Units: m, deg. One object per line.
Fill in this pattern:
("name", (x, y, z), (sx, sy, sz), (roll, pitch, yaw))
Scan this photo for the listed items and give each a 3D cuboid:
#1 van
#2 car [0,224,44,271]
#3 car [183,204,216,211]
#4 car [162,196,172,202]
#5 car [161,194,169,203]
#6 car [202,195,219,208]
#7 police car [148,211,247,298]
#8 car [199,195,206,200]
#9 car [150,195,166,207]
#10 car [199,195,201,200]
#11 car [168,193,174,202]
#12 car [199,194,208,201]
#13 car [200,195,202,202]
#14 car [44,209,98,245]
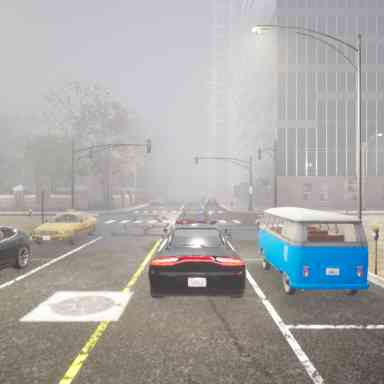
("van", (2.785, 1.337, 8.425), (1.690, 1.788, 3.998), (0, 0, 0))
("car", (-5.759, 1.562, 8.435), (1.947, 1.339, 4.313), (0, 0, 0))
("car", (0.123, 1.555, 17.573), (1.994, 1.385, 4.181), (0, 0, 0))
("car", (-5.588, 1.537, 74.971), (1.802, 1.307, 4.206), (0, 0, 0))
("car", (-5.612, 1.520, 57.923), (2.008, 1.369, 4.403), (0, 0, 0))
("car", (2.755, 1.416, 46.550), (1.967, 1.590, 4.097), (0, 0, 0))
("police car", (0.108, 1.501, 8.611), (2.038, 1.542, 4.974), (0, 0, 0))
("car", (2.817, 1.452, 92.172), (1.752, 1.417, 4.829), (0, 0, 0))
("car", (-5.619, 1.517, 52.240), (1.887, 1.381, 4.507), (0, 0, 0))
("car", (2.793, 1.521, 74.955), (1.947, 1.339, 4.313), (0, 0, 0))
("car", (-5.595, 1.277, 69.289), (2.192, 1.841, 5.009), (0, 0, 0))
("car", (2.801, 1.388, 80.637), (1.967, 1.590, 4.097), (0, 0, 0))
("car", (2.762, 1.538, 52.231), (1.947, 1.339, 4.313), (0, 0, 0))
("car", (-5.797, 1.518, 15.669), (1.752, 1.417, 4.829), (0, 0, 0))
